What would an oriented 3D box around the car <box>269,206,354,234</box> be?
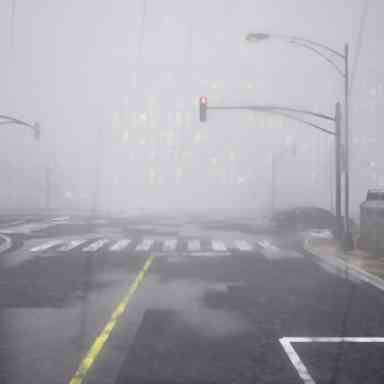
[{"bbox_3d":[6.868,1.559,19.095,4.892,1.490,1.837,1,-3,-15],"label":"car"}]
